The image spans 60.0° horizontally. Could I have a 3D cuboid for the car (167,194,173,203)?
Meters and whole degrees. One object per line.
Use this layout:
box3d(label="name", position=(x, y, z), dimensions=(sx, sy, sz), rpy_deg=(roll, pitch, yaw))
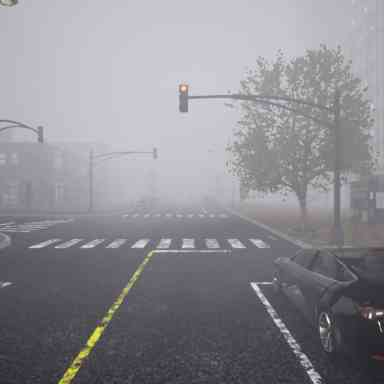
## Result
box3d(label="car", position=(-5.751, 1.532, 71.382), dimensions=(1.752, 1.417, 4.829), rpy_deg=(0, 0, 0))

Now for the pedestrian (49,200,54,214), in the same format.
box3d(label="pedestrian", position=(-12.776, 1.319, 30.243), dimensions=(0.375, 1.300, 0.375), rpy_deg=(0, -1, -1))

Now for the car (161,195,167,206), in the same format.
box3d(label="car", position=(-5.736, 1.555, 54.899), dimensions=(2.008, 1.369, 4.403), rpy_deg=(0, 0, 0))

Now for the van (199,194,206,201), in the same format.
box3d(label="van", position=(2.621, 1.349, 82.664), dimensions=(1.690, 1.788, 3.998), rpy_deg=(0, 0, 0))

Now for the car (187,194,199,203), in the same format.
box3d(label="car", position=(0.030, 1.570, 69.546), dimensions=(1.994, 1.385, 4.181), rpy_deg=(0, 0, 1))

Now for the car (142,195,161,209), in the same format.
box3d(label="car", position=(-5.725, 1.318, 43.797), dimensions=(2.192, 1.841, 5.009), rpy_deg=(0, 0, 0))

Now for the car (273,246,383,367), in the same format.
box3d(label="car", position=(2.689, 1.566, 5.778), dimensions=(1.947, 1.339, 4.313), rpy_deg=(0, 0, 0))

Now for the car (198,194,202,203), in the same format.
box3d(label="car", position=(2.639, 1.556, 60.460), dimensions=(2.008, 1.369, 4.403), rpy_deg=(0, 0, 0))

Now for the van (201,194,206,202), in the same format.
box3d(label="van", position=(2.650, 1.345, 49.359), dimensions=(1.690, 1.788, 3.998), rpy_deg=(0, 0, 0))

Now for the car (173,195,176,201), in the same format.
box3d(label="car", position=(-5.761, 1.559, 82.654), dimensions=(2.008, 1.369, 4.403), rpy_deg=(0, 0, 0))

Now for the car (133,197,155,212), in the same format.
box3d(label="car", position=(-5.721, 1.585, 38.246), dimensions=(1.802, 1.307, 4.206), rpy_deg=(0, 0, 0))

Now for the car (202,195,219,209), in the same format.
box3d(label="car", position=(2.654, 1.529, 43.977), dimensions=(1.752, 1.417, 4.829), rpy_deg=(0, 0, 0))

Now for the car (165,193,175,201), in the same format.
box3d(label="car", position=(-5.766, 1.324, 88.205), dimensions=(2.192, 1.841, 5.009), rpy_deg=(0, 0, 0))

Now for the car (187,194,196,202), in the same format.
box3d(label="car", position=(-0.070, 1.363, 79.465), dimensions=(2.097, 1.767, 4.553), rpy_deg=(0, 0, 0))

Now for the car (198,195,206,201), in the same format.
box3d(label="car", position=(2.614, 1.535, 88.385), dimensions=(1.752, 1.417, 4.829), rpy_deg=(0, 0, 0))
